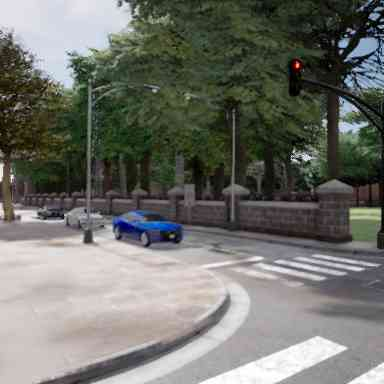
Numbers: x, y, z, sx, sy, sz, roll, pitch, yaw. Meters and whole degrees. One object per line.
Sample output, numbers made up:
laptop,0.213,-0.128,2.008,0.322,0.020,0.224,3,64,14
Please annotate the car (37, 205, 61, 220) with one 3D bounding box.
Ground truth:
car,-14.021,2.011,33.107,1.994,1.385,4.181,1,-1,-35

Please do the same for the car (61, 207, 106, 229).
car,-7.969,1.857,24.615,1.812,1.442,4.674,1,-1,-35

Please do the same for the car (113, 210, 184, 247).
car,-2.322,1.715,16.726,1.882,1.535,5.008,1,-1,-36
